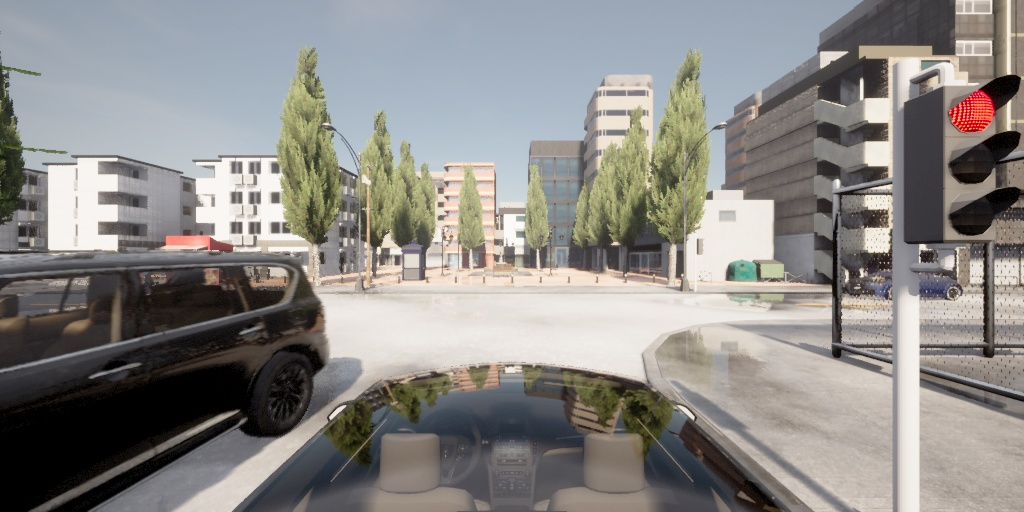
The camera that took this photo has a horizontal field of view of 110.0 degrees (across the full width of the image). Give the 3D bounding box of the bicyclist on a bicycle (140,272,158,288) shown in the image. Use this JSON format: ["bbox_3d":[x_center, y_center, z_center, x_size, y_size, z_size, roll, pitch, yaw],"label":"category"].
[{"bbox_3d":[-21.561,1.101,21.014,0.582,1.620,1.656,0,0,0],"label":"bicyclist on a bicycle"}]

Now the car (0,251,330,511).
[{"bbox_3d":[-3.691,0.971,2.608,2.150,2.045,5.566,0,0,5],"label":"car"}]

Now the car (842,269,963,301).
[{"bbox_3d":[18.210,1.316,16.852,4.181,1.385,1.994,0,0,0],"label":"car"}]
